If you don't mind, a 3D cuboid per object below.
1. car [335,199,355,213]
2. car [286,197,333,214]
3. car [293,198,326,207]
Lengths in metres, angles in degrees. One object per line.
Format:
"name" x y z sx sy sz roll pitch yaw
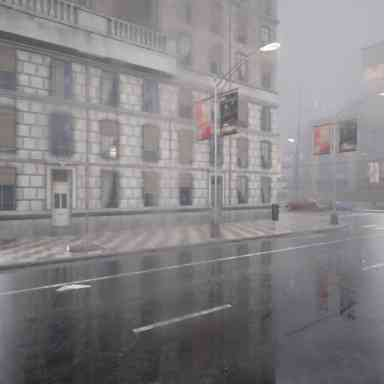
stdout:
"car" 15.863 1.526 37.559 1.812 1.442 4.674 0 0 -36
"car" 12.540 1.352 36.073 2.097 1.767 4.553 0 0 -36
"car" 18.723 1.601 53.363 1.895 1.301 4.718 0 0 -37
